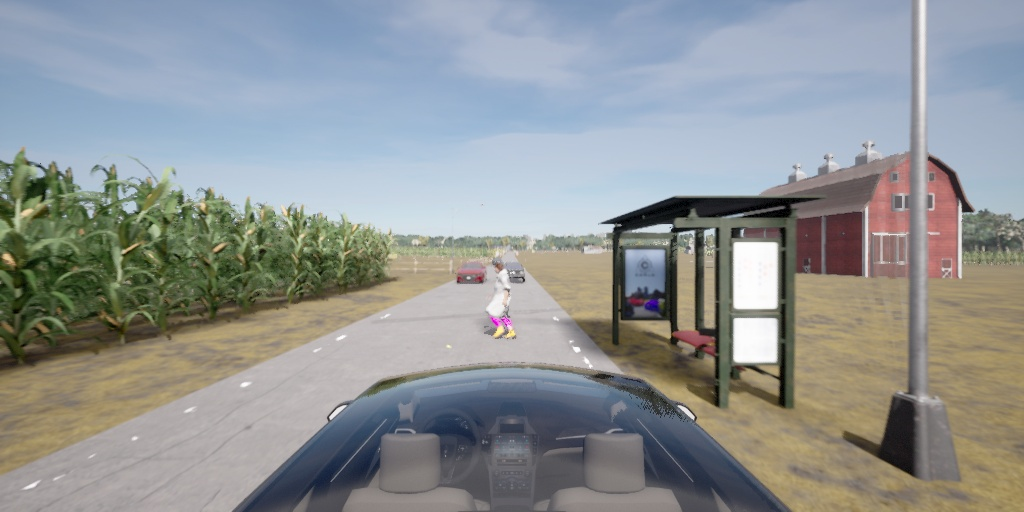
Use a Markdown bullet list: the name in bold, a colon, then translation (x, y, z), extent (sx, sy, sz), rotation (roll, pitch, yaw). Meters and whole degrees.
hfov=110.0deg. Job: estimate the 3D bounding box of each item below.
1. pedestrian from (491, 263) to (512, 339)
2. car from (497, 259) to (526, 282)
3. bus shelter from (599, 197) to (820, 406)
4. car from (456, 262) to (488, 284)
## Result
- **pedestrian**: translation (-0.247, 1.022, 8.498), extent (0.375, 1.860, 0.375), rotation (0, 0, 0)
- **car**: translation (0.089, 1.222, 27.826), extent (2.033, 1.411, 5.357), rotation (-1, 0, 0)
- **bus shelter**: translation (3.126, 0.608, 6.741), extent (1.920, 2.740, 3.880), rotation (0, 0, 0)
- **car**: translation (-2.847, 1.164, 26.112), extent (1.882, 1.535, 5.008), rotation (0, 0, 0)
